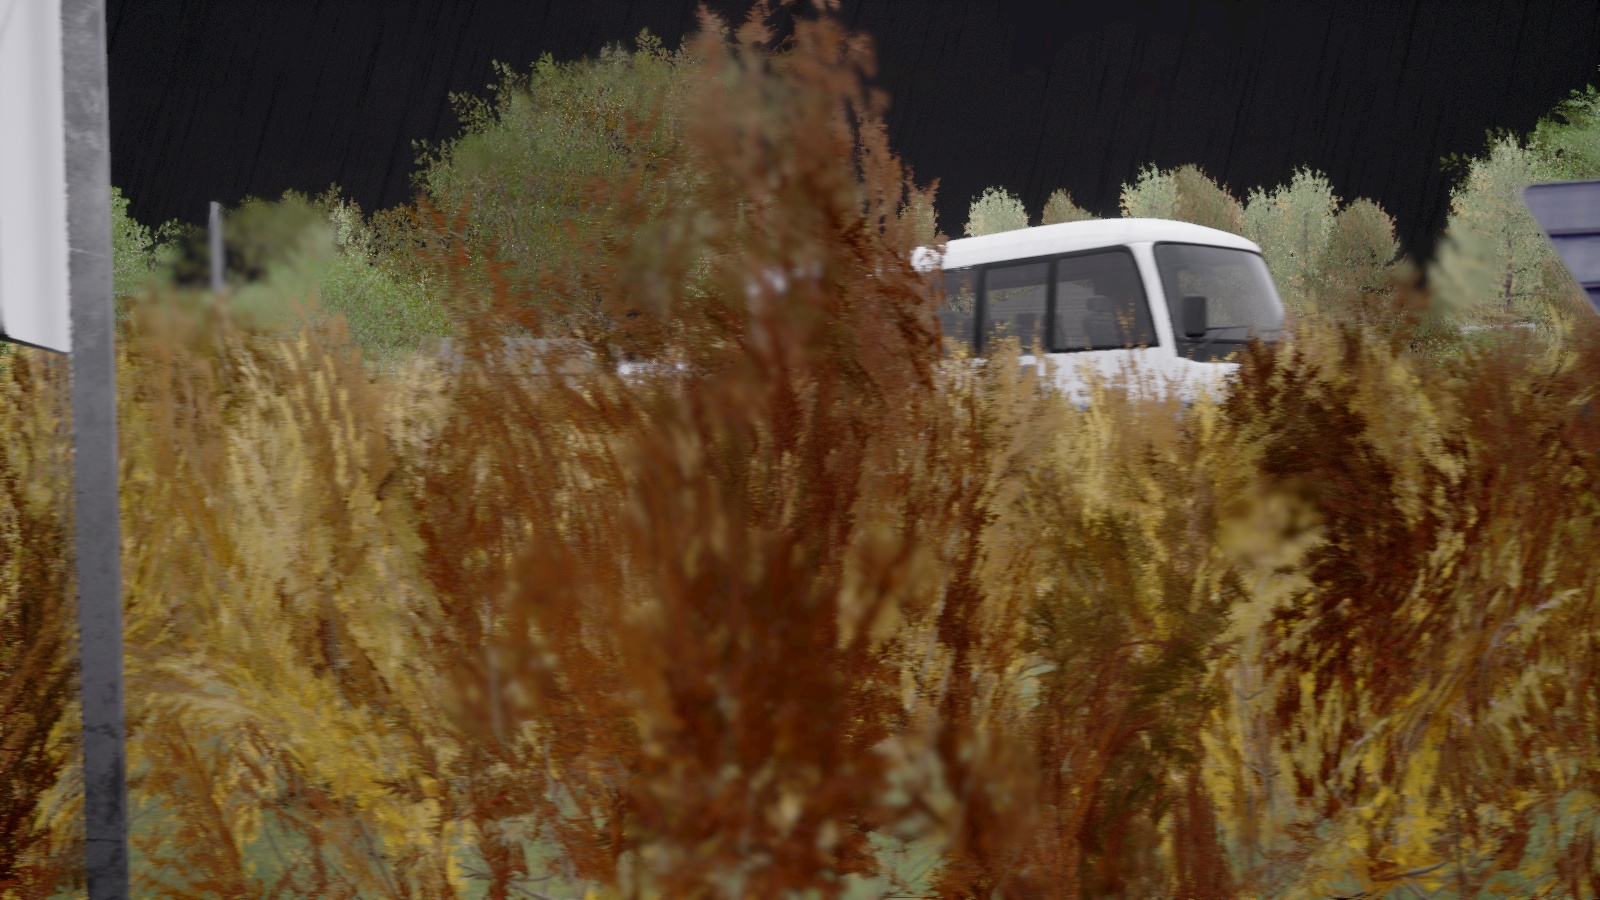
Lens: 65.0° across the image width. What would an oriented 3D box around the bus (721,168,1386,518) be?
[{"bbox_3d":[3.441,-1.386,20.484,3.944,4.253,10.273,-4,2,-40],"label":"bus"}]
